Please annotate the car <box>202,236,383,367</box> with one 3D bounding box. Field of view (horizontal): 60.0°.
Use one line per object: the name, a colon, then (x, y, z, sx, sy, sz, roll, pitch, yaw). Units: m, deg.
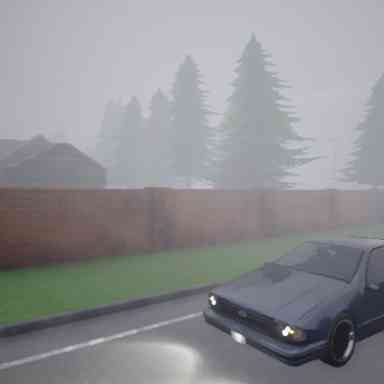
car: (2.788, 1.545, 5.954, 5.357, 1.411, 2.033, 0, 0, -35)
